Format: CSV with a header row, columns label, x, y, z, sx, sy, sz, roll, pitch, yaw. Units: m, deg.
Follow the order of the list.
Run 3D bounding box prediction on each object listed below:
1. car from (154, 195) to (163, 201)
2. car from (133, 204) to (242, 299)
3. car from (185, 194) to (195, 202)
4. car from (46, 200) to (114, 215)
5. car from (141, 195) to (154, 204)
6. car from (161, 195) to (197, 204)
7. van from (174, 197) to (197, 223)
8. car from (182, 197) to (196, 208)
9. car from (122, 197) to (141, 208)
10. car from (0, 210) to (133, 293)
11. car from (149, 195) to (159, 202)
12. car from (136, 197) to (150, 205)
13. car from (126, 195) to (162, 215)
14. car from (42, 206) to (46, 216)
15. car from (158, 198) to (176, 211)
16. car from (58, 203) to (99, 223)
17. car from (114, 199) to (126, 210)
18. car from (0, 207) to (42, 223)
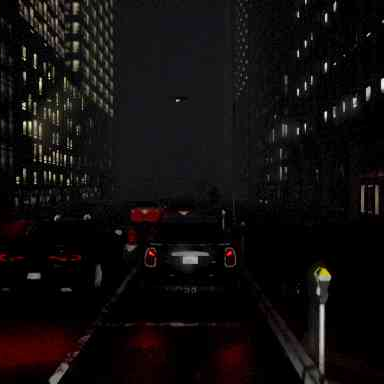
label,x,y,z,sx,sy,sz,roll,pitch,yaw
car,-8.844,1.545,88.876,1.947,1.339,4.313,-1,0,0
car,-0.033,1.351,8.621,2.097,1.767,4.553,0,0,0
car,-0.465,1.298,77.509,2.192,1.841,5.009,-1,0,0
car,-6.246,1.348,19.195,2.097,1.767,4.553,0,0,0
car,-8.845,1.427,66.141,1.967,1.590,4.097,-1,0,0
car,-0.465,1.311,20.672,2.192,1.841,5.009,-1,0,0
van,-0.465,1.336,26.356,1.690,1.788,3.998,-1,0,0
car,-0.463,1.541,49.090,2.008,1.369,4.403,-1,0,0
car,-8.843,1.541,49.090,2.008,1.369,4.403,-1,0,0
car,-3.046,1.476,8.887,1.882,1.535,5.008,0,0,0
car,-8.844,1.509,77.339,1.752,1.417,4.829,-1,0,0
car,-8.843,1.570,60.458,1.802,1.307,4.206,-1,0,0
car,-3.144,1.348,24.316,2.097,1.767,4.553,0,0,0
car,-8.844,1.547,20.672,2.008,1.369,4.403,-1,0,0
car,-3.046,1.497,41.149,1.837,1.490,4.892,0,0,0
car,-8.843,1.577,26.356,1.802,1.307,4.206,-1,0,0
car,-8.844,1.544,37.723,2.008,1.369,4.403,-1,0,0
car,-8.843,1.542,14.989,1.887,1.381,4.507,-1,0,0
